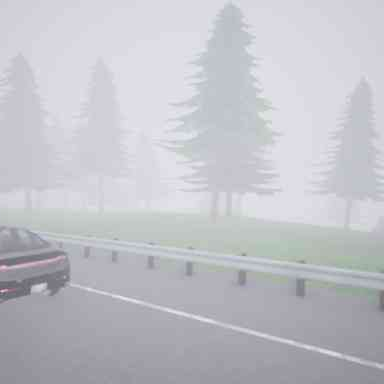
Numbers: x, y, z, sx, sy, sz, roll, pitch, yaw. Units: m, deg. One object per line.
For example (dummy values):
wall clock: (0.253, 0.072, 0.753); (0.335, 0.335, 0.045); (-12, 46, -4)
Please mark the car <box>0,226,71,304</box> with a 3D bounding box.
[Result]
car: (-4.704, 1.503, 7.346); (4.902, 1.511, 2.128); (0, 0, 35)
